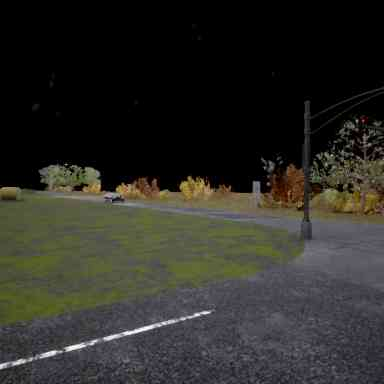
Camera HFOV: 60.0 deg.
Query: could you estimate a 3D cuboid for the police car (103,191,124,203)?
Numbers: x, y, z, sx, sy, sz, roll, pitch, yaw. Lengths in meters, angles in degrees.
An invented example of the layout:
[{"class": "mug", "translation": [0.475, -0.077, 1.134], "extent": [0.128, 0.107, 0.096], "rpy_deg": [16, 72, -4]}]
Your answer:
[{"class": "police car", "translation": [-11.672, 0.744, 49.723], "extent": [1.930, 1.638, 5.238], "rpy_deg": [1, 0, -32]}]
